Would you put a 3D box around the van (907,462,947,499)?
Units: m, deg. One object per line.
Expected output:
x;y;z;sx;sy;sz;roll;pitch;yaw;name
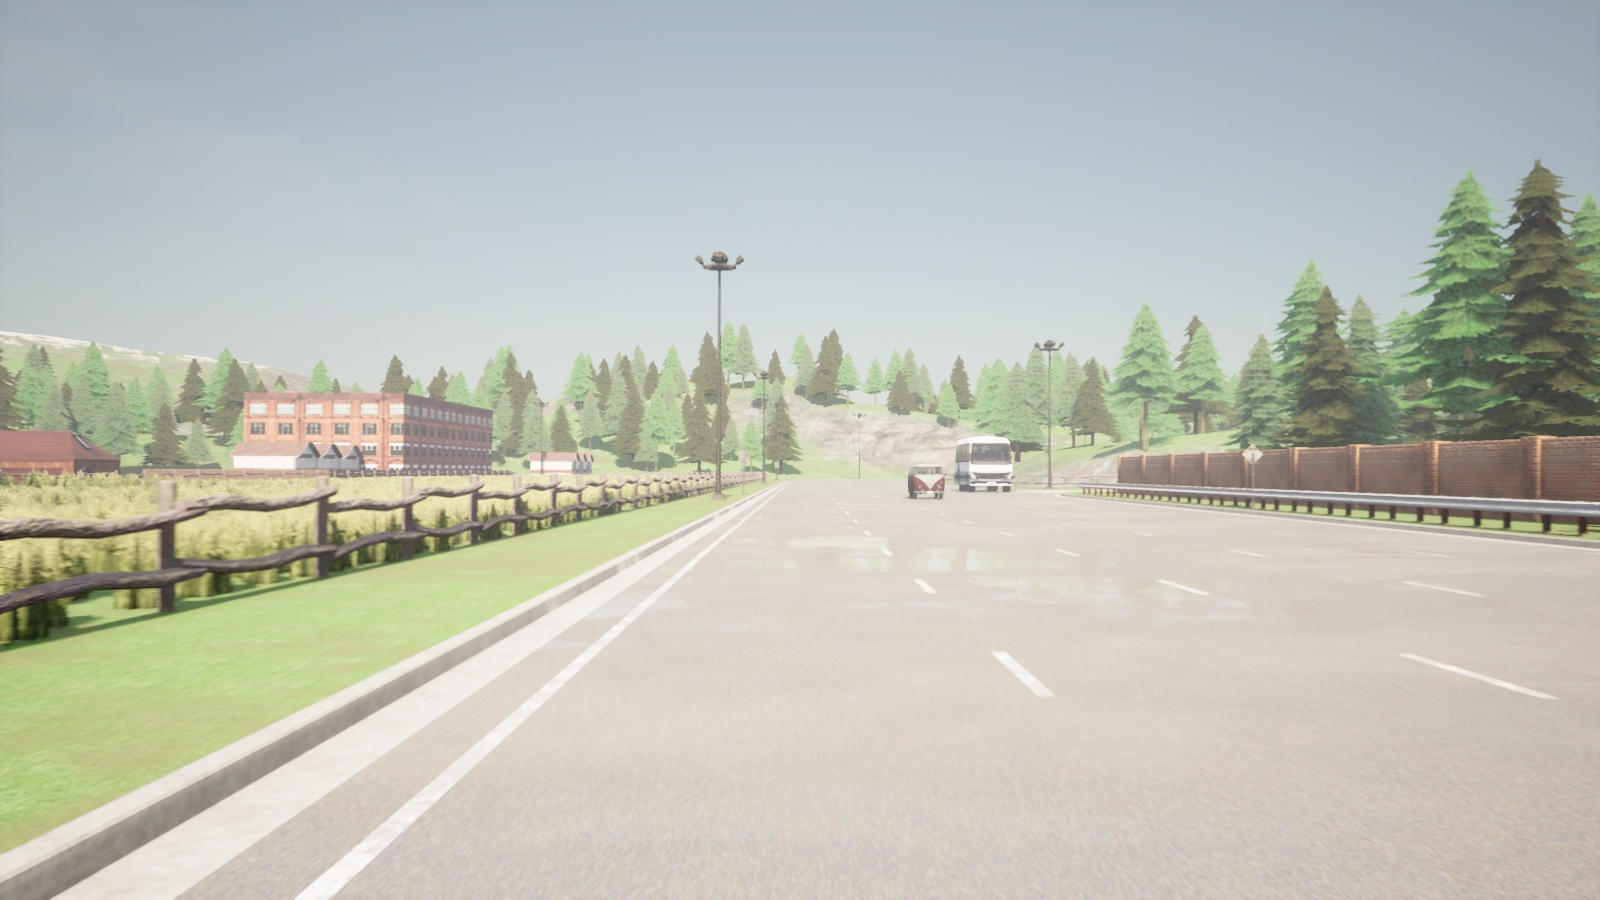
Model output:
7.097;1.715;70.643;1.775;1.987;4.442;0;-1;0;van

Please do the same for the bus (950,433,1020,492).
14.183;0.999;97.250;3.944;4.253;10.273;0;-1;0;bus
